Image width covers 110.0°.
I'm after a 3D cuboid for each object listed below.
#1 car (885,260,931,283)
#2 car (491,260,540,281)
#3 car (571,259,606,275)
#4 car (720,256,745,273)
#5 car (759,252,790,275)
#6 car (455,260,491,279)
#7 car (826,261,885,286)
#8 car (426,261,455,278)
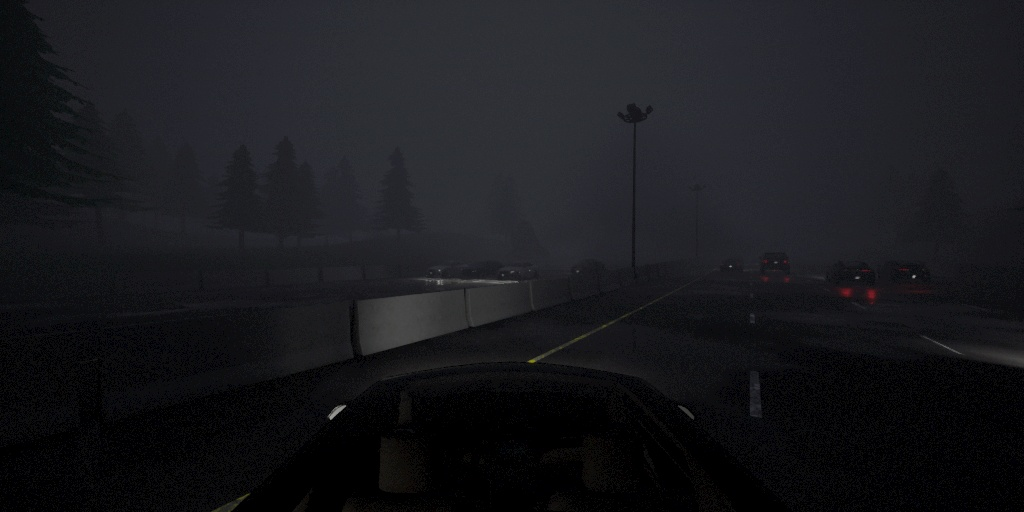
[{"bbox_3d":[27.534,1.018,25.351,1.837,1.490,4.892,0,1,34],"label":"car"},{"bbox_3d":[0.600,1.162,29.414,1.812,1.442,4.674,0,1,34],"label":"car"},{"bbox_3d":[6.977,1.062,32.631,2.128,1.511,4.902,0,1,34],"label":"car"},{"bbox_3d":[22.519,0.956,36.779,1.994,1.385,4.181,0,1,34],"label":"car"},{"bbox_3d":[25.057,0.628,34.270,2.150,2.045,5.566,0,1,34],"label":"car"},{"bbox_3d":[-2.366,1.113,31.271,1.882,1.535,5.008,0,1,34],"label":"car"},{"bbox_3d":[22.170,1.062,23.607,2.128,1.511,4.902,0,1,34],"label":"car"},{"bbox_3d":[-5.652,1.165,32.656,1.812,1.442,4.674,0,1,34],"label":"car"}]
